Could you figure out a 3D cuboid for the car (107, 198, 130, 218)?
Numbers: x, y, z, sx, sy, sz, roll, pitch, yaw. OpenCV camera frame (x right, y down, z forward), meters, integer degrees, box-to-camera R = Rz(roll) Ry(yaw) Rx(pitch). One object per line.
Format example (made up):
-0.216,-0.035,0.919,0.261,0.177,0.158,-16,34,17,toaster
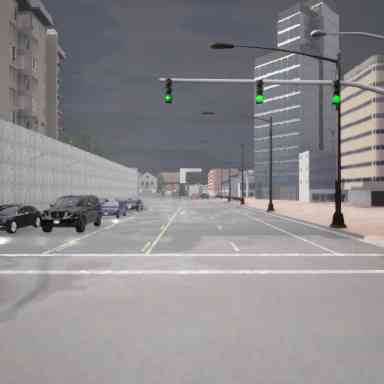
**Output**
-7.107,1.526,29.856,1.812,1.442,4.674,0,0,0,car

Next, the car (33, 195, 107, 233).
-7.102,1.221,20.216,2.150,2.045,5.566,0,0,0,car

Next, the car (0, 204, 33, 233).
-10.606,1.505,19.585,1.837,1.490,4.892,0,0,0,car

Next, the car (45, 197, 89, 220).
-10.608,1.352,28.652,2.097,1.767,4.553,0,0,0,car

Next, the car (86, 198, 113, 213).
-10.605,1.505,38.470,1.837,1.490,4.892,0,0,0,car

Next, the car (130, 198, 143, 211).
-7.102,1.491,40.199,2.128,1.511,4.902,0,0,0,car

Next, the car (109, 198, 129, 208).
-10.570,1.601,48.530,1.895,1.301,4.718,0,0,0,car
